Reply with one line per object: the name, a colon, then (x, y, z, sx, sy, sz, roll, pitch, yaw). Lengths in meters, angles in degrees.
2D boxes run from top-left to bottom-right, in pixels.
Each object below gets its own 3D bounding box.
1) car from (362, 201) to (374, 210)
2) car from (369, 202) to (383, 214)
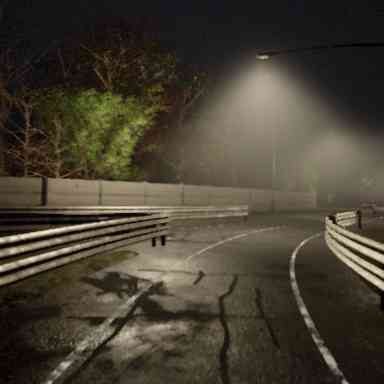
car: (34.131, 2.556, 63.822, 2.097, 1.767, 4.553, 1, -1, 37)
car: (29.692, 2.660, 52.219, 1.812, 1.442, 4.674, 1, -1, 37)
